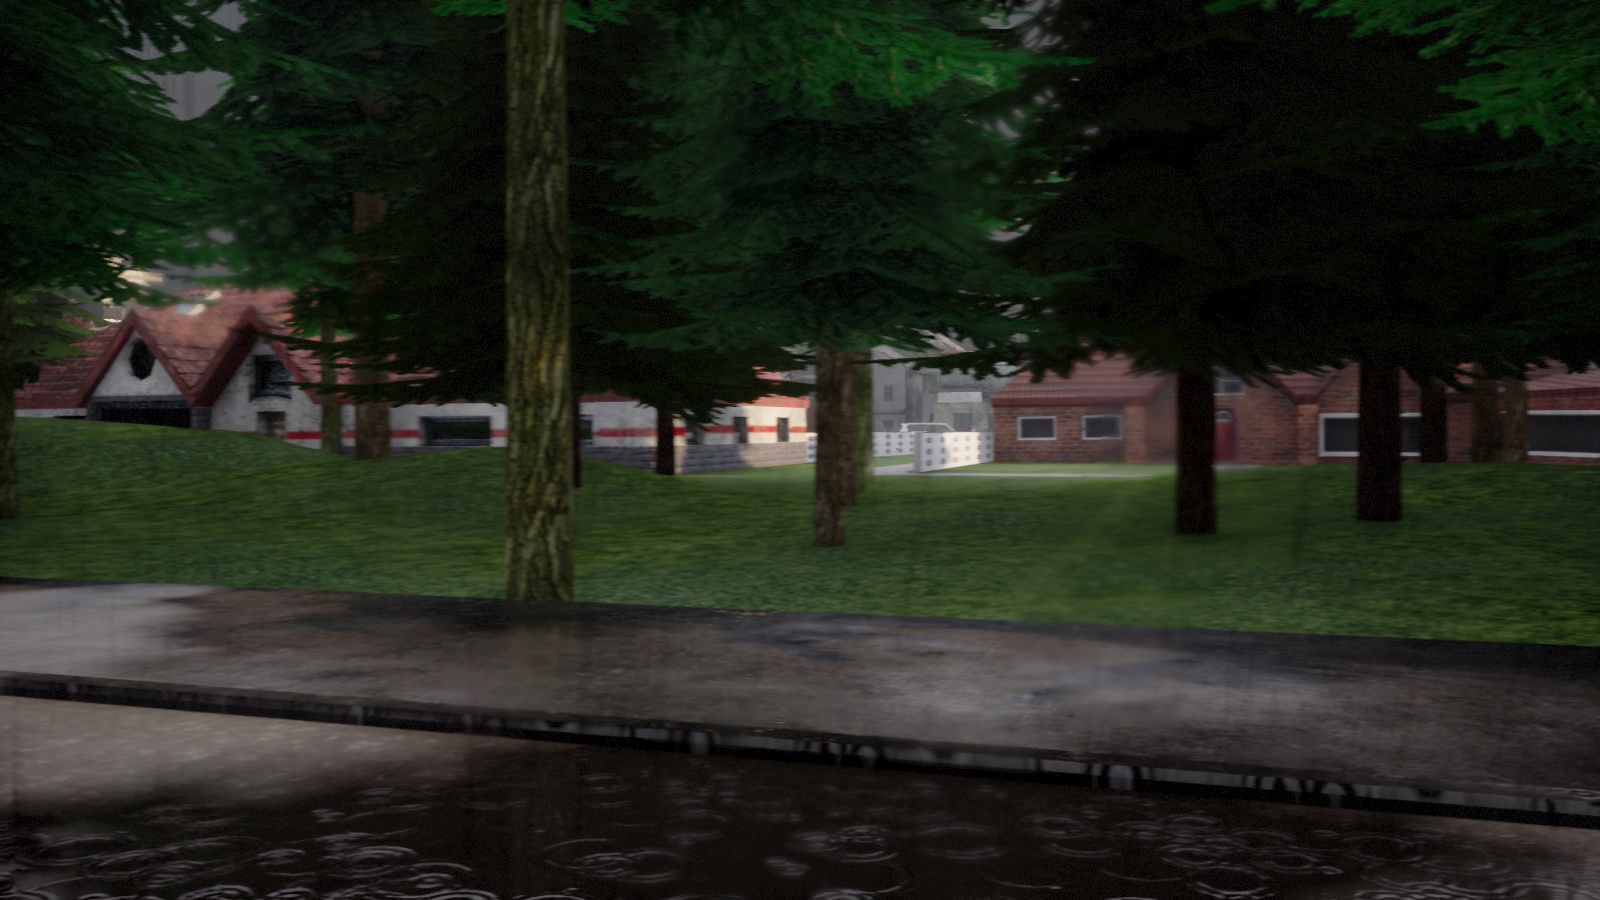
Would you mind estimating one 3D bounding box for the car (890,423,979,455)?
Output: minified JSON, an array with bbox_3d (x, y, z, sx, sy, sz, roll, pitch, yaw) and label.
[{"bbox_3d":[8.921,-0.736,83.185,5.566,2.045,2.150,0,1,18],"label":"car"}]
